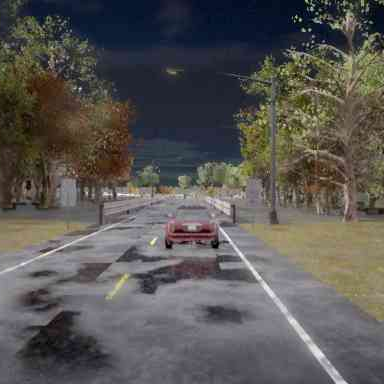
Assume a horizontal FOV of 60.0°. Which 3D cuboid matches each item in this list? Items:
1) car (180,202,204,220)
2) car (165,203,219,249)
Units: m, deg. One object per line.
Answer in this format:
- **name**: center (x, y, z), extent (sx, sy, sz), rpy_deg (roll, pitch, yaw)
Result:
- **car**: center (0.000, 1.611, 29.681), extent (1.895, 1.301, 4.718), rpy_deg (0, 0, 0)
- **car**: center (0.000, 1.363, 14.620), extent (2.097, 1.767, 4.553), rpy_deg (0, 0, 0)
